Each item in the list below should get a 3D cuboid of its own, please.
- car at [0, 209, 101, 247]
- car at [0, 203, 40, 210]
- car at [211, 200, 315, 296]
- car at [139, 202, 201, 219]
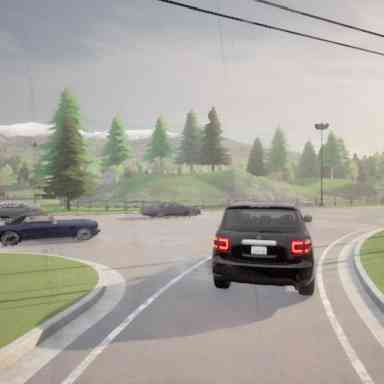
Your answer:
[{"bbox_3d":[-6.601,1.598,14.976,4.718,1.301,1.895,0,0,-27],"label":"car"},{"bbox_3d":[-14.227,1.558,26.816,4.181,1.385,1.994,0,0,-27],"label":"car"},{"bbox_3d":[2.025,1.219,8.999,2.150,2.045,5.566,0,0,16],"label":"car"},{"bbox_3d":[-1.904,1.541,29.057,5.357,1.411,2.033,0,0,-27],"label":"car"}]
